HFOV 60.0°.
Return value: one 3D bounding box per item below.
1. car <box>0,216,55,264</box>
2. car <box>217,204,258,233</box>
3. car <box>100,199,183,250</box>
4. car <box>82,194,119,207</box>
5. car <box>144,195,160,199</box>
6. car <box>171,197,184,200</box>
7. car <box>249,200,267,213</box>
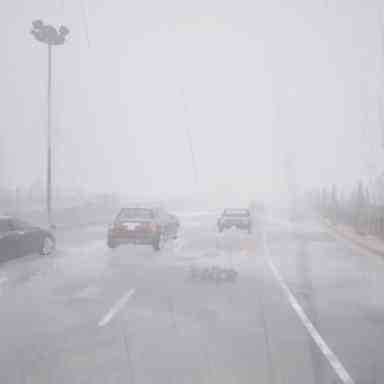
[{"bbox_3d":[-6.096,1.482,10.262,1.837,1.490,4.892,0,0,7],"label":"car"},{"bbox_3d":[2.773,1.627,20.078,1.895,1.301,4.718,0,0,13],"label":"car"},{"bbox_3d":[-1.921,1.352,14.498,2.097,1.767,4.553,0,0,9],"label":"car"},{"bbox_3d":[-10.532,1.198,38.960,2.150,2.045,5.566,0,0,16],"label":"car"},{"bbox_3d":[-7.562,1.247,63.279,1.812,1.442,4.674,0,0,15],"label":"car"},{"bbox_3d":[-2.522,1.502,55.080,1.882,1.535,5.008,0,0,15],"label":"car"},{"bbox_3d":[7.299,1.584,37.265,1.812,1.442,4.674,0,0,15],"label":"car"}]
